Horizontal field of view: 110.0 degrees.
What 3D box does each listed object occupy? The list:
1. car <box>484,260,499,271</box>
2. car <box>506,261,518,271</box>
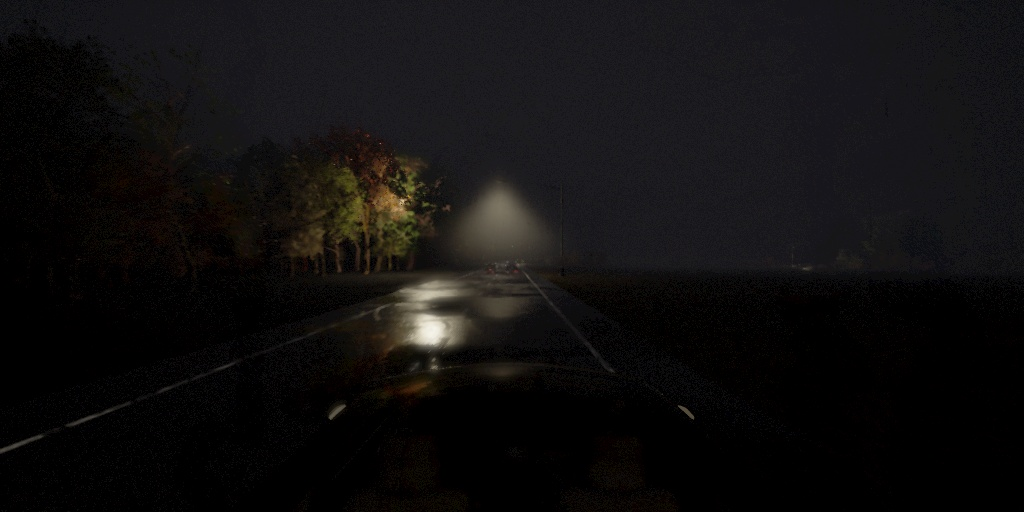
[{"bbox_3d":[-3.540,1.610,59.002,2.128,1.511,4.902,0,0,0],"label":"car"},{"bbox_3d":[-0.041,1.648,59.386,1.812,1.442,4.674,0,0,0],"label":"car"}]
